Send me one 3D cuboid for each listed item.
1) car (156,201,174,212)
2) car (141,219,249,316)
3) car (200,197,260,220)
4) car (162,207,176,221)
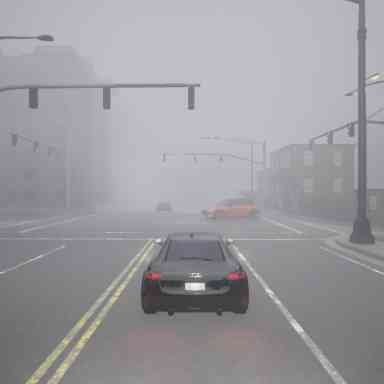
[{"bbox_3d":[-3.711,2.017,44.584,1.837,1.490,4.892,0,-5,0],"label":"car"},{"bbox_3d":[0.056,1.564,7.614,1.994,1.385,4.181,0,0,0],"label":"car"},{"bbox_3d":[2.954,1.303,26.088,4.553,1.767,2.097,0,1,-22],"label":"car"},{"bbox_3d":[-3.732,3.680,54.962,2.033,1.411,5.357,0,-12,0],"label":"car"}]
